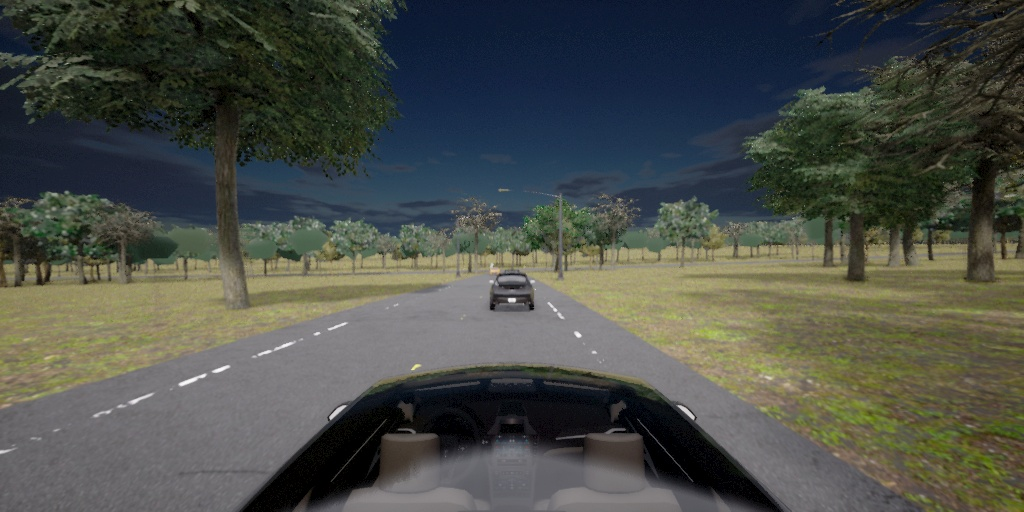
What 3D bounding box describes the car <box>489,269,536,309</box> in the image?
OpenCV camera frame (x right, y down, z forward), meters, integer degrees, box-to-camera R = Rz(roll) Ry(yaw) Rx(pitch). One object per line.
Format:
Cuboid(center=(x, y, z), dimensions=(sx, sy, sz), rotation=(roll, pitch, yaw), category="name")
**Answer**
Cuboid(center=(0.005, 1.484, 16.166), dimensions=(1.837, 1.490, 4.892), rotation=(0, -1, 0), category="car")
